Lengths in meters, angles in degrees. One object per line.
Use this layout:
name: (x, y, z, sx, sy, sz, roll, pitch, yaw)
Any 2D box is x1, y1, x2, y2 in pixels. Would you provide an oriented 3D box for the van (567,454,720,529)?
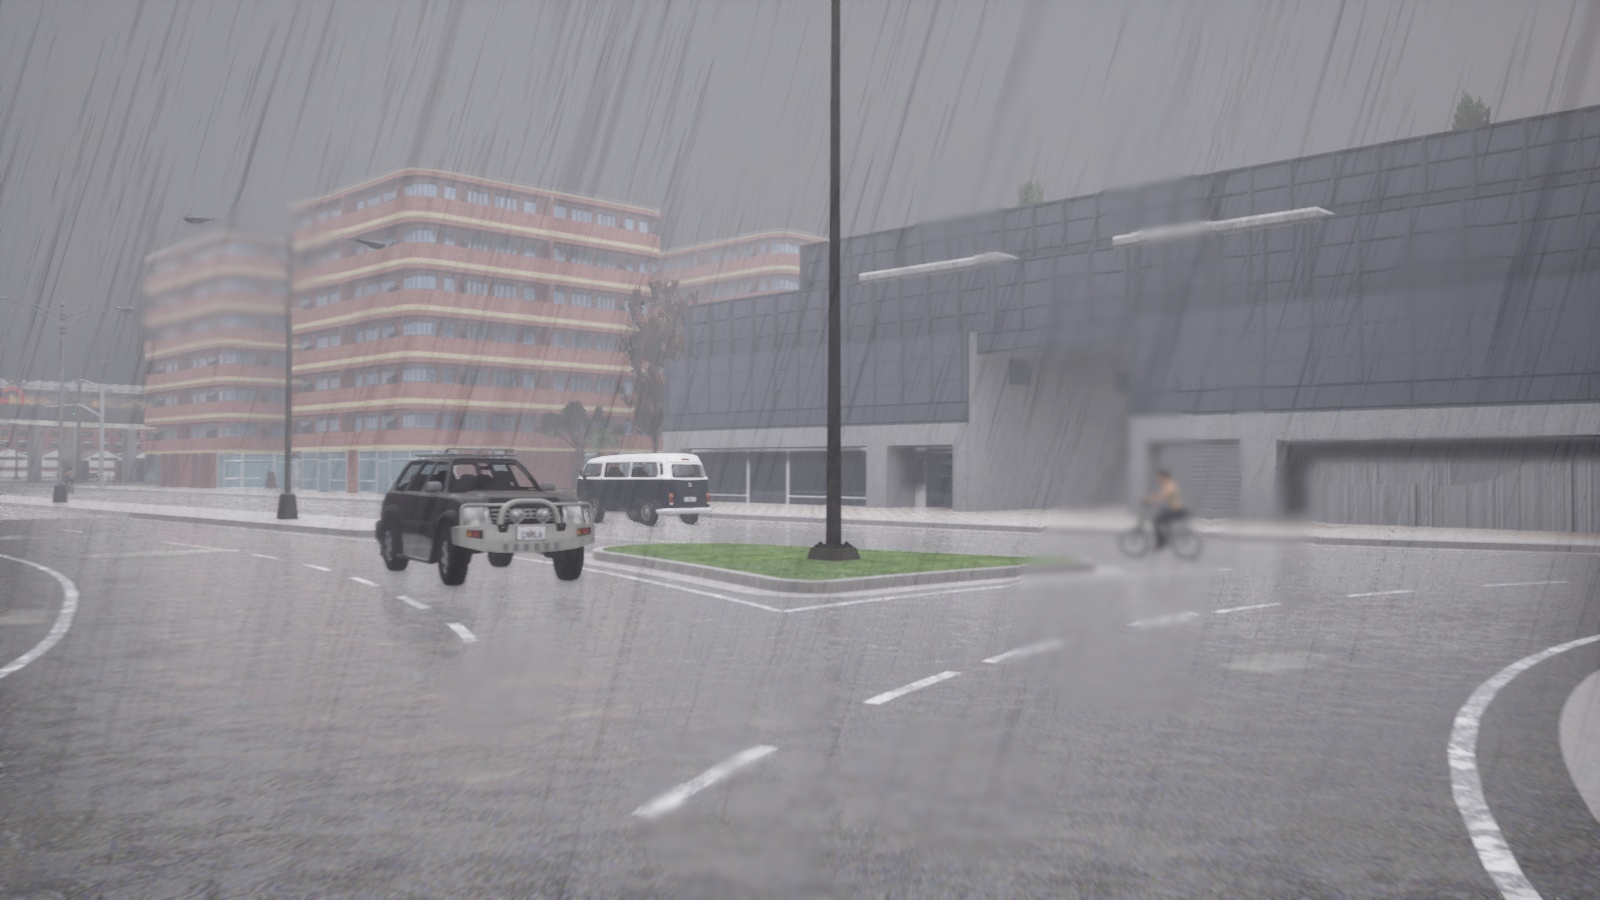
van: (-4.593, 1.164, 36.410, 4.480, 2.038, 2.069, -1, -1, 44)

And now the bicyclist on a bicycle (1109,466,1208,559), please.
bicyclist on a bicycle: (6.455, 1.108, 22.631, 1.509, 1.612, 0.866, -1, -2, 33)

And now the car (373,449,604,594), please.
car: (-4.712, 0.957, 18.495, 1.932, 1.855, 4.605, 0, -1, -32)
